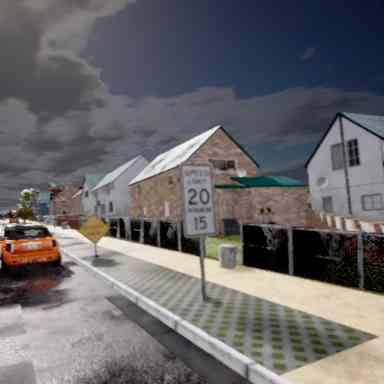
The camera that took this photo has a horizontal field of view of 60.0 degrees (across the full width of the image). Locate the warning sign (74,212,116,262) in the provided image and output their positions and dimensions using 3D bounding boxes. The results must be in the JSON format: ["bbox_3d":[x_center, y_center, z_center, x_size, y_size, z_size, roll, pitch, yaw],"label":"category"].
[{"bbox_3d":[-4.085,1.852,13.951,1.300,1.860,1.060,-4,-4,-30],"label":"warning sign"}]

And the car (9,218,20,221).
[{"bbox_3d":[-18.997,3.910,35.658,2.033,1.411,5.357,-1,-3,-29],"label":"car"}]

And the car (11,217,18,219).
[{"bbox_3d":[-39.577,6.288,74.156,2.097,1.767,4.553,-4,-2,-30],"label":"car"}]

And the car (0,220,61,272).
[{"bbox_3d":[-7.189,2.260,14.669,2.097,1.767,4.553,-1,-3,-29],"label":"car"}]
